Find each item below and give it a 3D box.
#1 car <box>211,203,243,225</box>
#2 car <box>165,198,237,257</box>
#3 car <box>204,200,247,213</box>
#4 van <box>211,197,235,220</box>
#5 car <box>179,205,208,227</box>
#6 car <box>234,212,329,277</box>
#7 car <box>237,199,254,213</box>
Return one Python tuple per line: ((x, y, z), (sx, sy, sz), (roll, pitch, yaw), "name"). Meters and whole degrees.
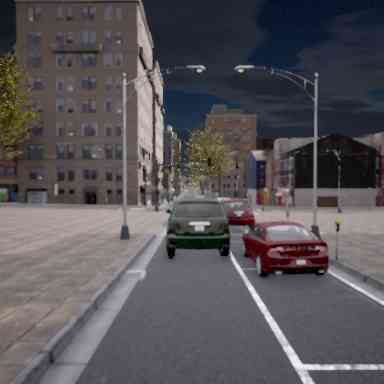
((2.620, 1.601, 25.783), (2.008, 1.369, 4.403), (-2, 0, 0), "car")
((0.140, 1.237, 13.094), (2.150, 2.045, 5.566), (0, 0, -2), "car")
((4.094, 1.688, 40.466), (4.902, 1.511, 2.128), (1, -1, -32), "car")
((2.615, 1.402, 29.104), (1.690, 1.788, 3.998), (-2, 0, 0), "van")
((0.098, 1.645, 24.122), (1.895, 1.301, 4.718), (0, 0, 0), "car")
((2.619, 1.554, 10.218), (1.887, 1.381, 4.507), (-2, 0, 0), "car")
((2.613, 1.349, 20.799), (2.192, 1.841, 5.009), (-2, 0, 0), "car")
